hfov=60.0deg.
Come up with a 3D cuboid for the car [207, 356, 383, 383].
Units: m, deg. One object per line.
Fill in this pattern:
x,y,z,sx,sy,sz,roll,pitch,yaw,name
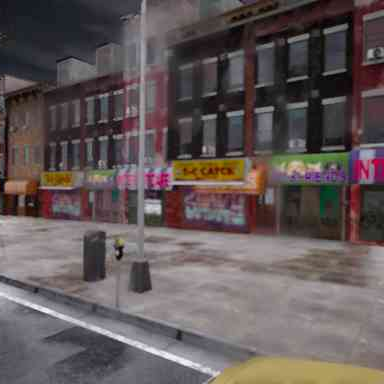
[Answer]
1.965,1.527,1.385,4.829,1.417,1.752,0,1,36,car
